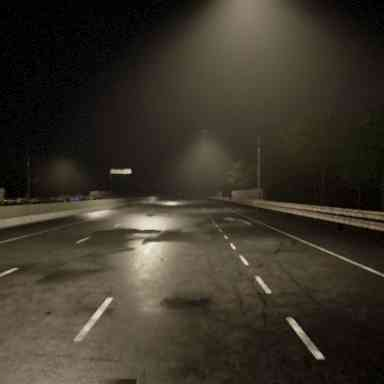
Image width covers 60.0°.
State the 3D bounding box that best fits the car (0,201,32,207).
[{"bbox_3d":[-17.647,1.731,34.493,1.994,1.385,4.181,0,0,0],"label":"car"}]

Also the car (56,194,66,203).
[{"bbox_3d":[-28.137,1.516,73.622,2.150,2.045,5.566,0,0,0],"label":"car"}]

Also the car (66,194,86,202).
[{"bbox_3d":[-24.634,1.588,71.830,2.150,2.045,5.566,0,0,0],"label":"car"}]

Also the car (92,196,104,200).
[{"bbox_3d":[-21.140,1.640,75.116,2.128,1.511,4.902,0,0,0],"label":"car"}]

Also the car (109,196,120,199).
[{"bbox_3d":[-17.641,1.640,75.124,2.128,1.511,4.902,0,0,0],"label":"car"}]
